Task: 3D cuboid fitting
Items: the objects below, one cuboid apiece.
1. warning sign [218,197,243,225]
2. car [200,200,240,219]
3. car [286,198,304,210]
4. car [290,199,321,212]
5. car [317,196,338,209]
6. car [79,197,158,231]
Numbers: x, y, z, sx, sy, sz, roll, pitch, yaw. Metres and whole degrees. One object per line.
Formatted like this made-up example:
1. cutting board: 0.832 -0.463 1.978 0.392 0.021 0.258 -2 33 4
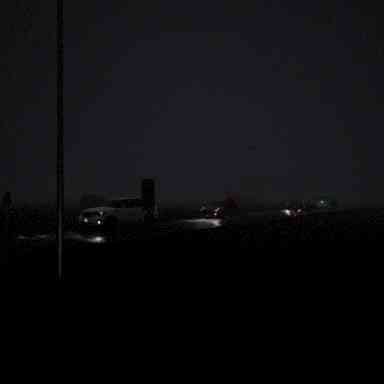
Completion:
1. warning sign: 2.654 1.255 22.809 1.300 1.860 1.060 0 0 37
2. car: 2.709 1.572 31.771 2.097 1.767 4.553 0 -1 37
3. car: 15.507 1.705 48.822 2.097 1.767 4.553 0 0 37
4. car: 14.776 1.912 43.144 1.895 1.301 4.718 0 -1 37
5. car: 20.837 1.593 51.378 2.150 2.045 5.566 0 -1 37
6. car: -4.632 1.351 21.901 2.150 2.045 5.566 0 -1 37
